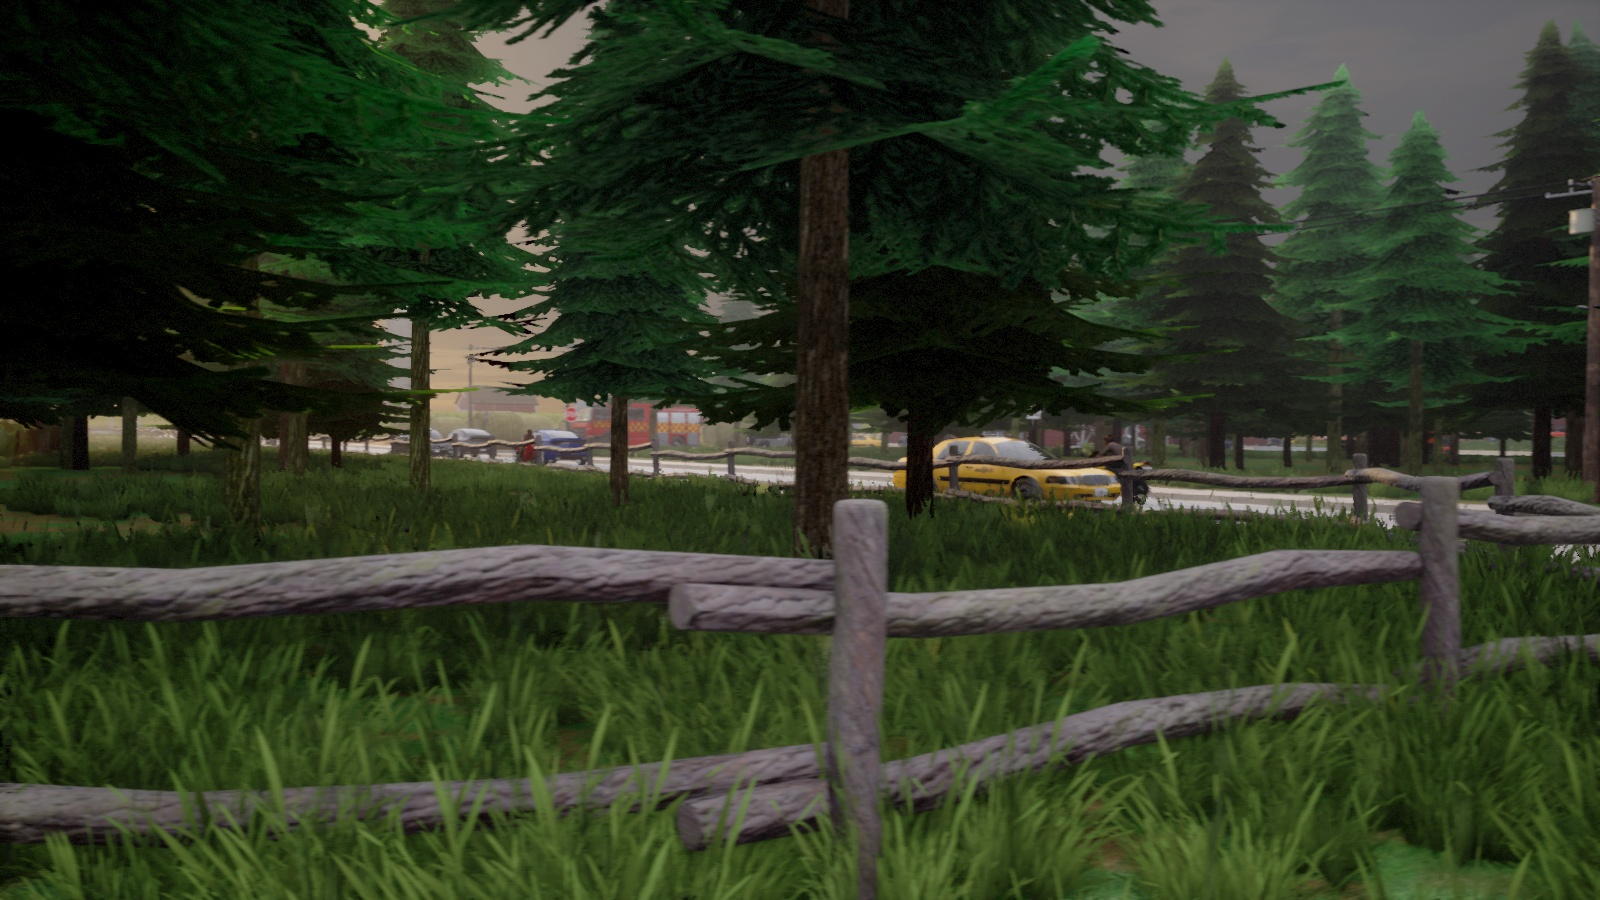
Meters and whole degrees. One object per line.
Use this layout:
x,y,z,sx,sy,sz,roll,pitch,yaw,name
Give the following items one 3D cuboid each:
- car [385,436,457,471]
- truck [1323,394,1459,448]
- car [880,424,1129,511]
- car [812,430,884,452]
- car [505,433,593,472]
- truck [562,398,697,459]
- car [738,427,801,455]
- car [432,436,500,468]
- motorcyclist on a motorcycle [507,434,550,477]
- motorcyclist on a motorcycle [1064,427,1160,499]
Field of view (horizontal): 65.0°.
-17.223,0.135,56.924,1.837,1.490,4.892,-1,1,-33,car
40.019,-1.911,85.253,2.891,3.462,7.936,-1,1,-37,truck
4.011,0.291,25.639,1.801,1.575,5.366,-1,1,-34,car
3.628,-0.675,93.971,5.366,1.575,1.801,-1,1,-36,car
-10.724,0.086,53.367,1.882,1.535,5.008,-1,1,-33,car
-11.244,-1.455,83.340,8.468,3.827,2.891,-1,1,-36,truck
-2.099,-0.630,85.577,3.866,1.878,1.905,-1,1,-36,car
-16.660,0.049,62.479,1.837,1.490,4.892,-1,1,-32,car
-9.982,0.194,46.077,0.797,1.523,2.044,-1,1,-35,motorcyclist on a motorcycle
6.850,0.272,27.673,0.797,1.523,2.044,-1,1,-35,motorcyclist on a motorcycle
